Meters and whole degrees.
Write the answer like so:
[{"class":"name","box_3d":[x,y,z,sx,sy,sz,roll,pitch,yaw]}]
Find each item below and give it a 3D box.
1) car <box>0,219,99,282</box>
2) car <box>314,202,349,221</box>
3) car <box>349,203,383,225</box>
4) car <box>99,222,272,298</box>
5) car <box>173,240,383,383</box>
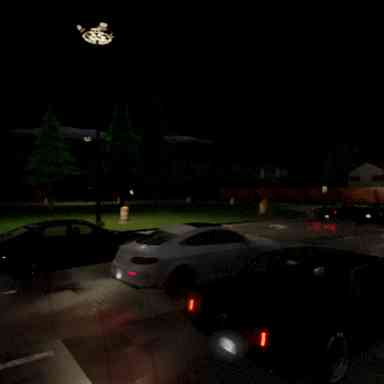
[{"class":"car","box_3d":[-3.604,1.528,9.773,5.357,1.411,2.033,-1,0,-35]},{"class":"car","box_3d":[11.264,1.430,25.104,4.718,1.301,1.895,-1,0,-41]},{"class":"car","box_3d":[12.167,1.405,21.019,4.181,1.385,1.994,-1,0,-35]},{"class":"car","box_3d":[0.348,1.490,8.293,4.674,1.442,1.812,-1,0,-35]},{"class":"car","box_3d":[2.244,1.566,5.346,4.718,1.301,1.895,-1,0,-35]}]
